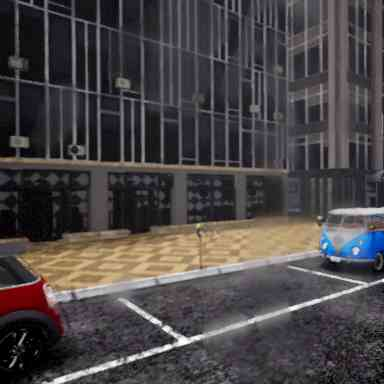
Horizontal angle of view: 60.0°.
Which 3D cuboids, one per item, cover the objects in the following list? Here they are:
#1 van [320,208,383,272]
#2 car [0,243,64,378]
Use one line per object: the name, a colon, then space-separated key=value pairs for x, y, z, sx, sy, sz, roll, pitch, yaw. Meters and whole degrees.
van: x=5.811 y=1.403 z=10.719 sx=3.998 sy=1.788 sz=1.690 roll=0 pitch=-1 yaw=-35
car: x=-3.801 y=1.435 z=3.878 sx=4.097 sy=1.590 sz=1.967 roll=0 pitch=-1 yaw=-35
